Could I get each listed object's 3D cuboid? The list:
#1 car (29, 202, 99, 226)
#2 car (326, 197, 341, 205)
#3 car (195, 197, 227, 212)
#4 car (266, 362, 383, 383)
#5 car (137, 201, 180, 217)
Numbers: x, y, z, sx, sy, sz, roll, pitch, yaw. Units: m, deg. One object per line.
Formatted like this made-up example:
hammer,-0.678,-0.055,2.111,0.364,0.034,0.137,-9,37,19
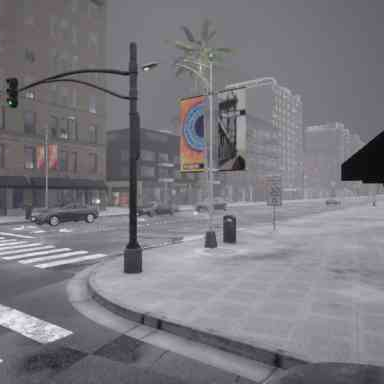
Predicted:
car,-8.921,1.520,23.566,1.837,1.490,4.892,0,0,35
car,26.365,1.710,62.065,1.994,1.385,4.181,0,0,35
car,2.345,1.404,39.556,2.097,1.767,4.553,0,0,35
car,2.203,1.551,1.279,4.403,1.369,2.008,0,0,35
car,-3.301,1.580,31.547,2.033,1.411,5.357,0,0,35
